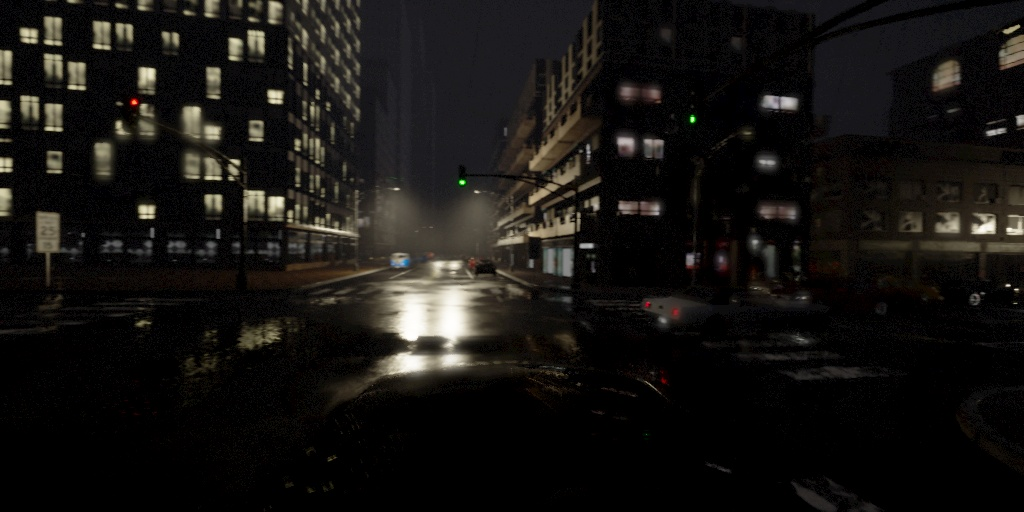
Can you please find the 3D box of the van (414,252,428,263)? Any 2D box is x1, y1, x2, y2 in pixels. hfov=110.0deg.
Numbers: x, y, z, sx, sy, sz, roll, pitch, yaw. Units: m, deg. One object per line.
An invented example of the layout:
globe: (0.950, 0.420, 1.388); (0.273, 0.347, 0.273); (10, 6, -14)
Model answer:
van: (-15.879, 0.336, 61.665); (1.690, 1.789, 3.998); (0, 0, -9)

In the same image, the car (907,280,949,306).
car: (18.633, 1.694, 17.915); (4.829, 1.417, 1.751); (0, 0, -10)

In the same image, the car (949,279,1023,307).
car: (24.241, 1.879, 18.893); (4.313, 1.339, 1.948); (0, 0, -10)

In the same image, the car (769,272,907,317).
car: (12.544, 1.554, 14.212); (4.674, 1.442, 1.812); (2, 1, -10)

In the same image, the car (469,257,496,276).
car: (-2.383, 0.988, 30.849); (1.948, 1.339, 4.313); (0, 0, -9)

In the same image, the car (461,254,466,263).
car: (-6.701, 0.671, 57.429); (2.007, 1.370, 4.403); (0, 0, -9)

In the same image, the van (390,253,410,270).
van: (-12.253, 0.588, 39.342); (1.690, 1.789, 3.998); (0, 0, -9)

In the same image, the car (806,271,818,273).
car: (13.361, 1.464, 16.996); (4.097, 1.591, 1.967); (0, 0, -10)

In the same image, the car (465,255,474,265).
car: (-3.982, 0.856, 40.687); (1.888, 1.381, 4.507); (0, 0, -9)

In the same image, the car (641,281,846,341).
car: (6.223, 1.493, 9.965); (4.718, 1.301, 1.895); (2, 1, -10)
